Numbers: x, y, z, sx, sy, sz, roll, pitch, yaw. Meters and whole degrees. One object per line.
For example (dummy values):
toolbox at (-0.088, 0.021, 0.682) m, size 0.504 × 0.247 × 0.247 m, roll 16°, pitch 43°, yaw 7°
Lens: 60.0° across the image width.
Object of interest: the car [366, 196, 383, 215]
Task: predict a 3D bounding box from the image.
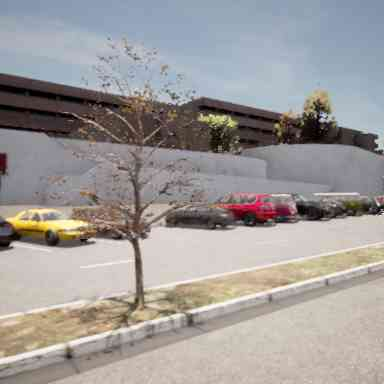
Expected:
car at (15.101, 1.150, 31.001) m, size 4.553 × 1.767 × 2.185 m, roll -1°, pitch 0°, yaw 35°

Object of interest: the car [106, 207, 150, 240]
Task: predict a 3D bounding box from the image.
car at (-4.340, 1.505, 17.159) m, size 4.792 × 1.488 × 2.163 m, roll -1°, pitch -1°, yaw 35°

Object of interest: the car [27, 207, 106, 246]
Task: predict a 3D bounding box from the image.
car at (-6.641, 1.480, 15.343) m, size 5.366 × 1.575 × 1.946 m, roll -1°, pitch -1°, yaw 35°

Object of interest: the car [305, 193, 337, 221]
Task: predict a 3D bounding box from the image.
car at (7.812, 1.109, 25.819) m, size 5.566 × 2.045 × 2.435 m, roll -1°, pitch -1°, yaw 35°

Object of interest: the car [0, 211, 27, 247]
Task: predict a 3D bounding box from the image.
car at (-9.257, 1.524, 13.724) m, size 4.792 × 1.488 × 2.163 m, roll -1°, pitch -1°, yaw 35°

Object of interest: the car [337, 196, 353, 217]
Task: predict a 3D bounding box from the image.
car at (10.223, 1.334, 27.554) m, size 4.892 × 1.521 × 2.231 m, roll -1°, pitch 0°, yaw 35°

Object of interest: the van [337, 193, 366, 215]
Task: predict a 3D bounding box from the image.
van at (12.547, 1.081, 29.354) m, size 4.442 × 1.987 × 1.878 m, roll -1°, pitch 0°, yaw 35°

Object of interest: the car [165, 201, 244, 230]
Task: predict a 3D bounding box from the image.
car at (0.499, 1.479, 20.633) m, size 4.674 × 1.452 × 2.002 m, roll -1°, pitch 0°, yaw 35°

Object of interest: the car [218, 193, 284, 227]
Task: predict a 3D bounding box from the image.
car at (2.898, 1.166, 22.382) m, size 5.566 × 2.045 × 2.435 m, roll -1°, pitch 0°, yaw 35°

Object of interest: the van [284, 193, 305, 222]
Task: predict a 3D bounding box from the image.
van at (5.455, 1.162, 24.038) m, size 4.442 × 1.987 × 1.878 m, roll -1°, pitch -1°, yaw 35°
